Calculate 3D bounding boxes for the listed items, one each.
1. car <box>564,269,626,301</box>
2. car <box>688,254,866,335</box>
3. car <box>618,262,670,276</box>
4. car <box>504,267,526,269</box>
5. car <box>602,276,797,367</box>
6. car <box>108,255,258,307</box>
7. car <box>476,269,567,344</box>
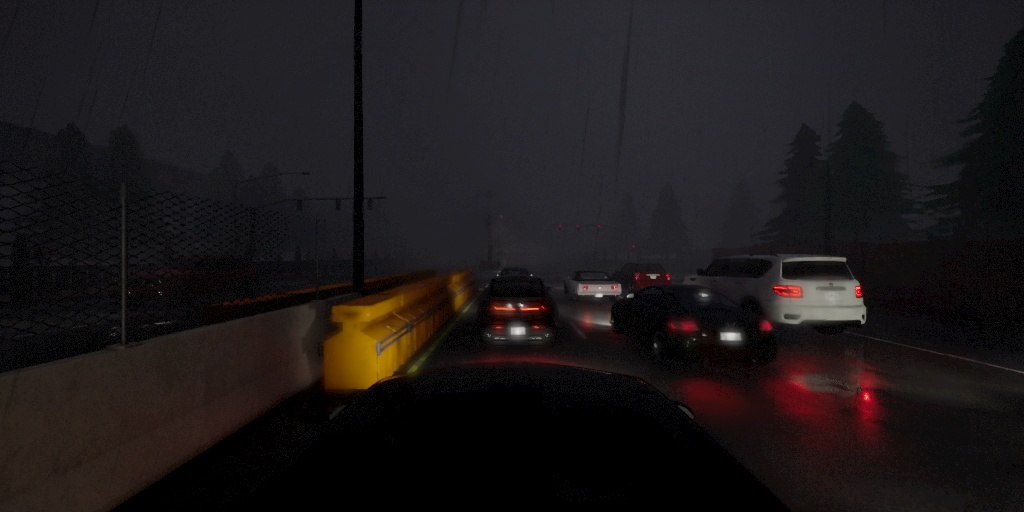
[{"bbox_3d":[3.643,1.351,17.152,1.895,1.301,4.718,0,0,0],"label":"car"},{"bbox_3d":[7.126,0.971,10.669,2.150,2.045,5.566,0,0,0],"label":"car"},{"bbox_3d":[7.152,1.102,20.255,2.097,1.767,4.553,0,0,0],"label":"car"},{"bbox_3d":[0.147,1.297,19.118,2.033,1.411,5.357,0,0,0],"label":"car"},{"bbox_3d":[3.626,1.314,7.970,1.994,1.385,4.181,0,0,-1],"label":"car"},{"bbox_3d":[-13.971,0.976,15.831,2.150,2.045,5.566,0,0,0],"label":"car"},{"bbox_3d":[0.122,1.255,9.601,1.837,1.490,4.892,0,0,0],"label":"car"}]
